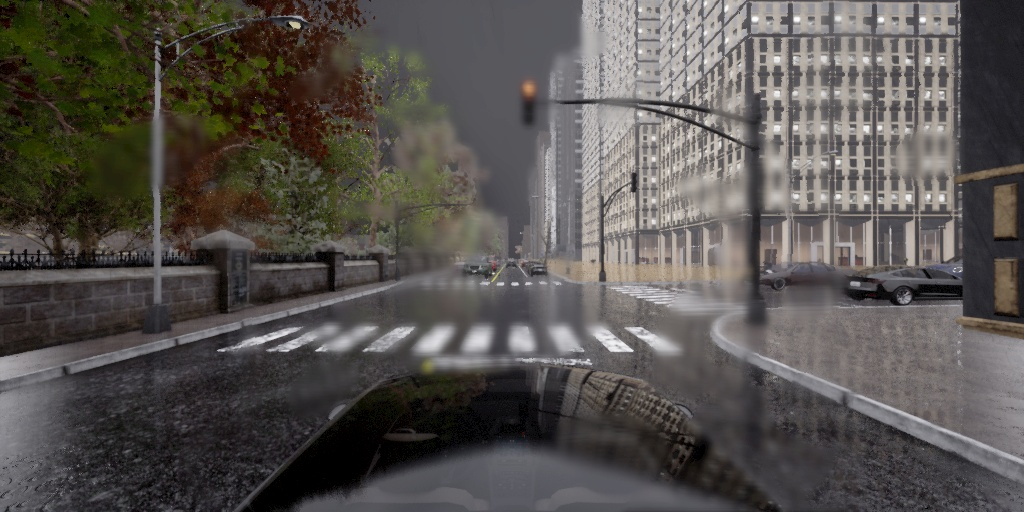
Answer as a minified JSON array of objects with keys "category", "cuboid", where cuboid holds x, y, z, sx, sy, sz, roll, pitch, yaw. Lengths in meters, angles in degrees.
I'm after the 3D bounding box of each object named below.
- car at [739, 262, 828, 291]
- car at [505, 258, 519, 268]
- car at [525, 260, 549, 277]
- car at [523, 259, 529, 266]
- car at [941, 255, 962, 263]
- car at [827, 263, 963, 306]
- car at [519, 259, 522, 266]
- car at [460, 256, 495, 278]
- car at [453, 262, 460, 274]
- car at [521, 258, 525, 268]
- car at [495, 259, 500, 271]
[{"category":"car","cuboid":[15.111,1.024,18.937,5.357,1.411,2.033,-1,0,0]},{"category":"car","cuboid":[-0.103,1.292,62.533,1.837,1.490,4.892,0,0,0]},{"category":"car","cuboid":[2.633,1.328,35.702,1.948,1.339,4.313,0,0,0]},{"category":"car","cuboid":[2.623,1.332,41.335,1.948,1.339,4.313,0,0,0]},{"category":"car","cuboid":[24.509,0.669,19.002,4.553,1.767,2.097,-1,0,0]},{"category":"car","cuboid":[14.666,1.026,13.139,4.313,1.339,1.948,0,0,0]},{"category":"car","cuboid":[2.587,1.334,63.865,1.888,1.381,4.507,0,0,0]},{"category":"car","cuboid":[-3.124,0.983,33.800,2.150,2.045,5.566,0,0,2]},{"category":"car","cuboid":[-5.757,1.348,41.321,1.802,1.307,4.207,0,0,0]},{"category":"car","cuboid":[2.614,1.337,46.967,1.948,1.339,4.313,0,0,0]},{"category":"car","cuboid":[-3.172,0.994,47.806,2.150,2.045,5.566,0,0,0]}]
